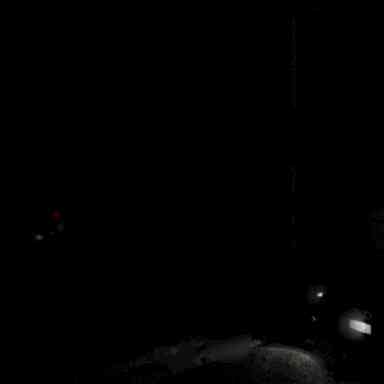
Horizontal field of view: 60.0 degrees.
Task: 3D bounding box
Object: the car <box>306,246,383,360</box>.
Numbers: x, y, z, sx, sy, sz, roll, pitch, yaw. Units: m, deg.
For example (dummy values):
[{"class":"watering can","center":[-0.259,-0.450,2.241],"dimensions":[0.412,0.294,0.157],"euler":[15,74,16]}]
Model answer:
[{"class":"car","center":[3.805,1.564,5.472],"dimensions":[4.181,1.385,1.994],"euler":[0,0,-35]}]
